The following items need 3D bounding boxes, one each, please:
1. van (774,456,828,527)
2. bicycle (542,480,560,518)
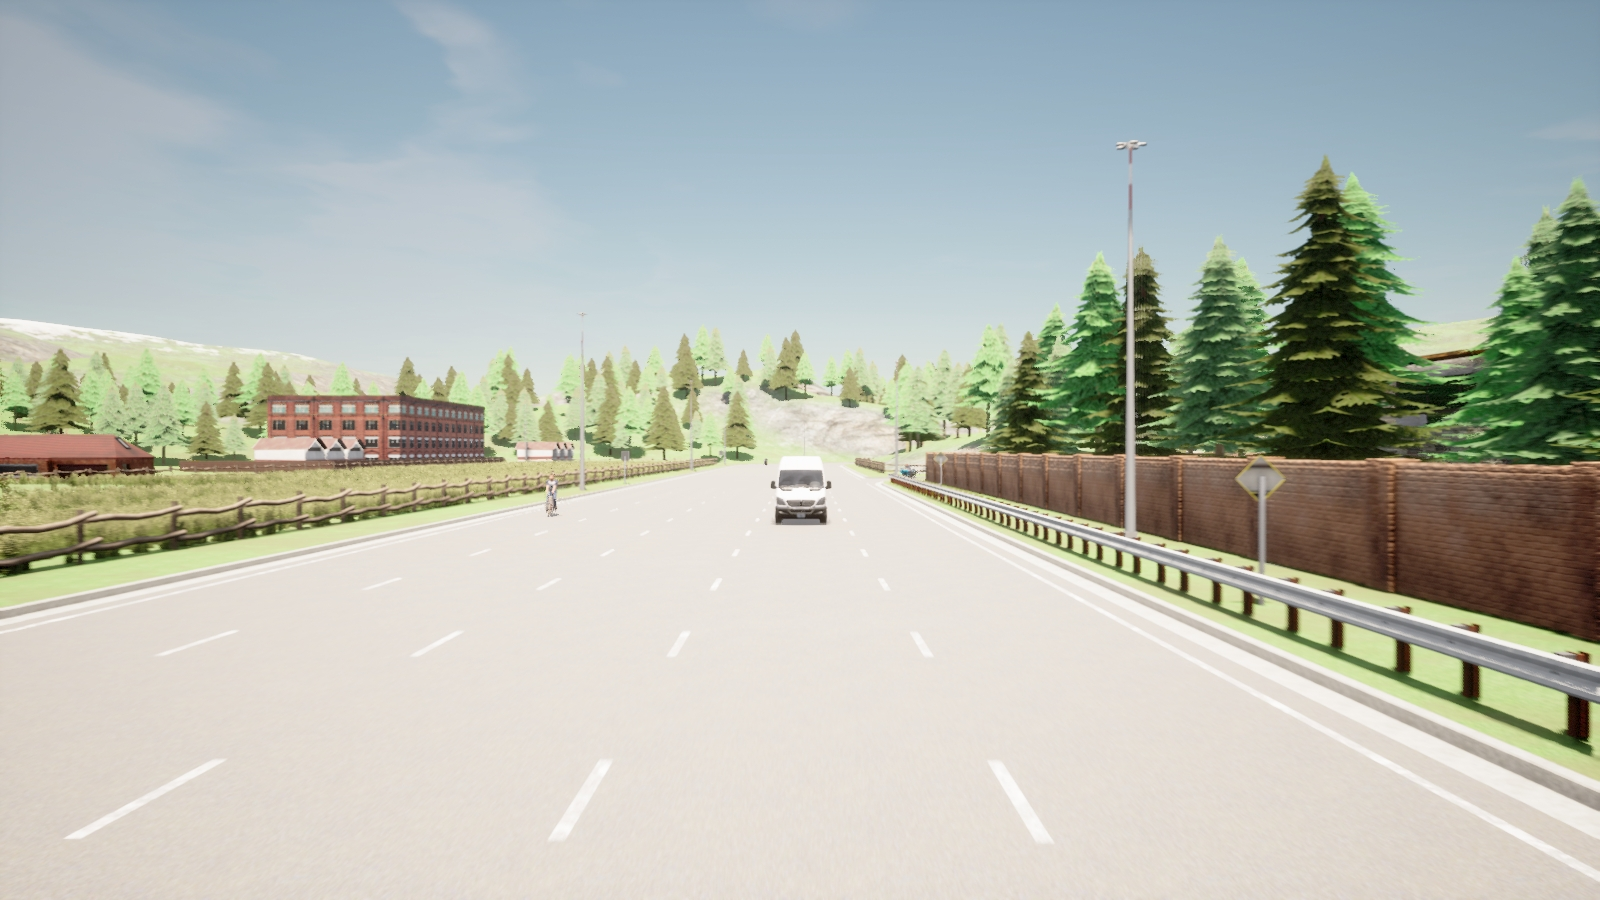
[{"bbox_3d":[0.049,1.534,44.884,1.988,2.561,5.915,0,0,0],"label":"van"},{"bbox_3d":[-10.441,2.056,47.963,0.373,1.496,1.643,0,0,0],"label":"bicycle"}]
